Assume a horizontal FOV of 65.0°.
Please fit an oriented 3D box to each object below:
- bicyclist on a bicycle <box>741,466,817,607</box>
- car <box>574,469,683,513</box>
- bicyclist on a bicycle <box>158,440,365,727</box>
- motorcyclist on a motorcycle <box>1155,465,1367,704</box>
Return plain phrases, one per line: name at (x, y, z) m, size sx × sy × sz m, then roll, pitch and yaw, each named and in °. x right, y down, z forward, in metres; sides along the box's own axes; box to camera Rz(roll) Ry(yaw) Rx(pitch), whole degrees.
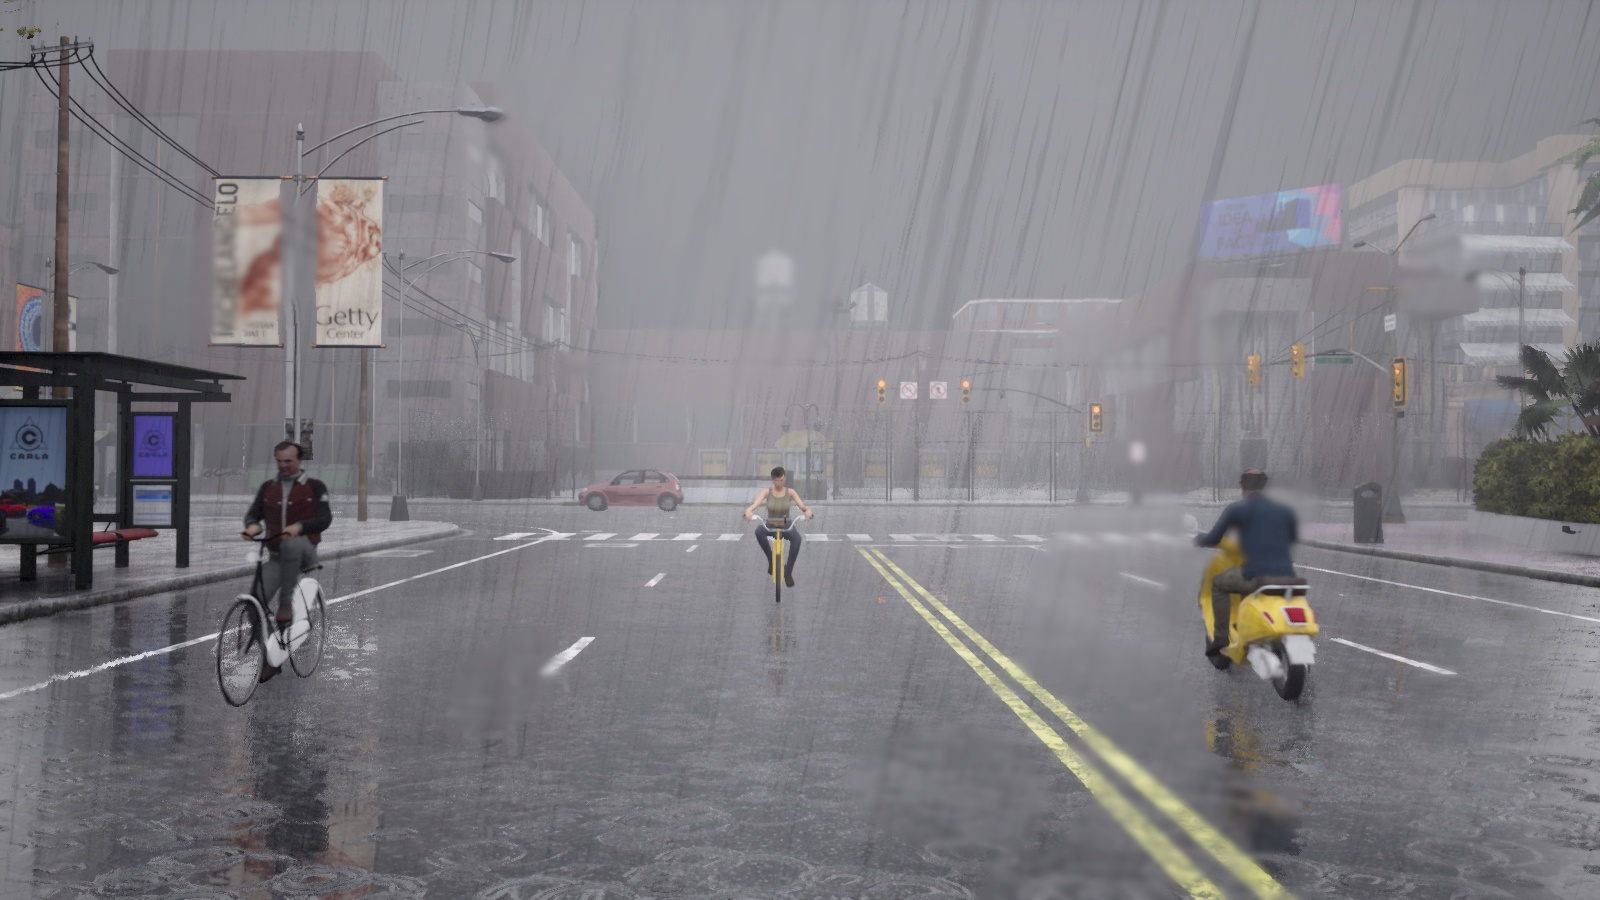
bicyclist on a bicycle at (-0.252, 1.007, 15.208) m, size 0.866 × 1.612 × 1.509 m, roll 0°, pitch -1°, yaw -1°
car at (-6.514, 1.545, 48.098) m, size 3.988 × 1.617 × 1.851 m, roll 0°, pitch -1°, yaw -2°
bicyclist on a bicycle at (-3.665, 0.846, 8.728) m, size 0.659 × 1.776 × 1.843 m, roll 0°, pitch -1°, yaw -1°
motorcyclist on a motorcycle at (3.328, 0.910, 9.277) m, size 0.866 × 1.590 × 1.817 m, roll 0°, pitch -1°, yaw -1°
